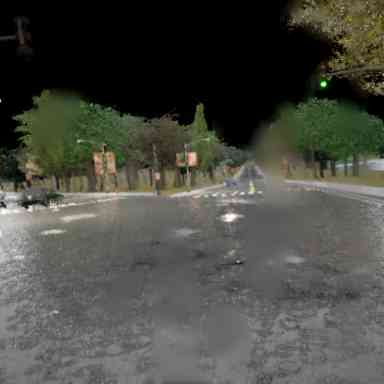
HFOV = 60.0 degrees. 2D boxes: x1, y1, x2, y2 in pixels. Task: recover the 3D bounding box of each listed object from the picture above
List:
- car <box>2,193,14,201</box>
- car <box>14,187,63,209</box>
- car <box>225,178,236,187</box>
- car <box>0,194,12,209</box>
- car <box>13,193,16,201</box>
[{"bbox_3d":[-27.075,0.873,50.198,1.812,1.442,4.674,-7,4,-34],"label":"car"},{"bbox_3d":[-15.574,0.538,34.653,2.150,2.045,5.566,-9,3,0],"label":"car"},{"bbox_3d":[9.580,-2.488,82.243,2.150,2.045,5.566,-4,2,10],"label":"car"},{"bbox_3d":[-21.801,1.260,36.990,1.895,1.301,4.718,-7,4,-35],"label":"car"},{"bbox_3d":[-19.278,0.821,39.018,1.837,1.490,4.892,-7,4,-34],"label":"car"}]
